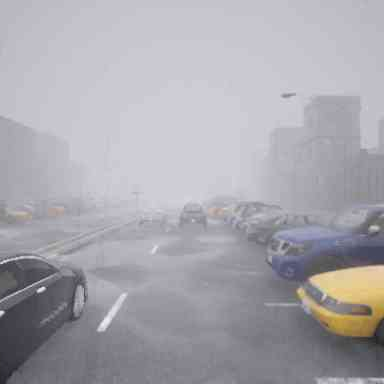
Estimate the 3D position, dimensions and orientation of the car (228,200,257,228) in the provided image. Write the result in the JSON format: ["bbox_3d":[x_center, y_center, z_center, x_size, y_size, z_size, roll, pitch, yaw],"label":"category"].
[{"bbox_3d":[4.651,1.495,19.263,4.553,1.767,2.185,0,0,0],"label":"car"}]

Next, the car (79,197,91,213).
[{"bbox_3d":[-15.600,1.603,39.917,5.566,2.045,2.435,0,-1,0],"label":"car"}]

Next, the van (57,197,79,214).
[{"bbox_3d":[-15.449,1.599,37.160,4.442,1.987,1.878,0,-1,0],"label":"van"}]

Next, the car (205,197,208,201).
[{"bbox_3d":[4.637,1.891,47.053,4.892,1.521,2.231,0,-1,0],"label":"car"}]

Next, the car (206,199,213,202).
[{"bbox_3d":[4.473,1.777,35.935,5.366,1.575,1.946,0,-1,0],"label":"car"}]

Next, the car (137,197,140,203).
[{"bbox_3d":[-15.652,2.185,78.523,5.008,1.535,2.097,0,0,0],"label":"car"}]

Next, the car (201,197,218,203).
[{"bbox_3d":[4.678,2.173,91.549,4.553,1.767,2.185,0,-1,0],"label":"car"}]

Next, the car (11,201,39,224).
[{"bbox_3d":[-15.356,1.707,26.128,5.366,1.575,1.946,0,-1,0],"label":"car"}]

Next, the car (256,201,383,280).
[{"bbox_3d":[4.670,1.281,8.147,5.566,2.045,2.435,0,0,0],"label":"car"}]

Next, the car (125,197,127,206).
[{"bbox_3d":[-15.629,2.123,64.734,4.674,1.452,2.002,0,0,0],"label":"car"}]

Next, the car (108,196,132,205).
[{"bbox_3d":[-15.605,1.853,67.495,5.566,2.045,2.435,0,0,0],"label":"car"}]

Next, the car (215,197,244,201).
[{"bbox_3d":[4.698,1.599,30.379,4.553,1.767,2.185,0,-1,0],"label":"car"}]

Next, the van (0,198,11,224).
[{"bbox_3d":[-15.652,1.457,23.371,4.442,1.987,1.878,0,-1,0],"label":"van"}]

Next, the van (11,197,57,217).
[{"bbox_3d":[-15.670,1.540,31.644,4.442,1.987,1.878,0,-1,0],"label":"van"}]

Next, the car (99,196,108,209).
[{"bbox_3d":[-15.619,1.687,48.191,5.566,2.045,2.435,0,-1,0],"label":"car"}]

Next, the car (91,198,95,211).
[{"bbox_3d":[-15.573,1.883,42.797,5.008,1.535,2.097,0,-1,0],"label":"car"}]

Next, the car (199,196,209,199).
[{"bbox_3d":[4.595,1.769,60.953,5.566,2.045,2.435,0,-1,0],"label":"car"}]

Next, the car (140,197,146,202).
[{"bbox_3d":[-15.647,2.001,86.797,5.566,2.045,2.435,0,0,0],"label":"car"}]

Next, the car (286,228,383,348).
[{"bbox_3d":[4.517,1.511,5.367,5.366,1.575,1.946,0,0,0],"label":"car"}]

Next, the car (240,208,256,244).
[{"bbox_3d":[4.685,1.575,13.704,4.892,1.521,2.231,0,0,0],"label":"car"}]

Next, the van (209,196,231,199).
[{"bbox_3d":[4.767,1.610,41.497,4.442,1.987,1.878,0,-1,0],"label":"van"}]

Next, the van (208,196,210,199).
[{"bbox_3d":[4.764,1.637,44.276,4.442,1.987,1.878,0,-1,0],"label":"van"}]

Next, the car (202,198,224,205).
[{"bbox_3d":[4.647,2.172,74.839,4.792,1.488,2.163,0,0,0],"label":"car"}]

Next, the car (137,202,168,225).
[{"bbox_3d":[-2.937,1.727,25.982,1.812,1.442,4.674,0,-1,0],"label":"car"}]

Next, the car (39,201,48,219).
[{"bbox_3d":[-15.545,1.778,28.885,4.674,1.452,2.002,0,-1,0],"label":"car"}]

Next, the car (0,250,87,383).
[{"bbox_3d":[-2.906,1.533,4.439,1.837,1.490,4.892,0,0,0],"label":"car"}]

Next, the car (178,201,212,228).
[{"bbox_3d":[0.066,1.671,23.745,2.128,1.511,4.902,0,-1,0],"label":"car"}]

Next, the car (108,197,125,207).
[{"bbox_3d":[-15.591,2.091,61.977,4.792,1.488,2.163,0,0,0],"label":"car"}]

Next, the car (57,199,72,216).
[{"bbox_3d":[-15.565,1.795,34.399,5.008,1.535,2.097,0,-1,0],"label":"car"}]

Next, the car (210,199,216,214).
[{"bbox_3d":[4.657,1.752,33.156,5.008,1.535,2.097,0,-1,0],"label":"car"}]

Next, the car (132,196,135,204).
[{"bbox_3d":[-15.642,2.184,72.878,4.674,1.452,2.002,0,0,0],"label":"car"}]

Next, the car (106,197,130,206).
[{"bbox_3d":[-15.608,1.999,70.251,4.553,1.767,2.185,0,0,0],"label":"car"}]

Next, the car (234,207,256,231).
[{"bbox_3d":[4.684,1.636,16.482,4.674,1.452,2.002,0,0,0],"label":"car"}]

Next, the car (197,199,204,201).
[{"bbox_3d":[0.083,1.903,40.812,1.994,1.385,4.181,2,0,0],"label":"car"}]

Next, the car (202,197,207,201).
[{"bbox_3d":[4.598,2.024,58.170,4.792,1.488,2.163,0,-1,0],"label":"car"}]

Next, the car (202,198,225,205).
[{"bbox_3d":[4.619,2.120,72.184,5.008,1.535,2.097,0,0,0],"label":"car"}]

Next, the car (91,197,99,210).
[{"bbox_3d":[-15.615,1.786,45.555,4.553,1.767,2.185,0,-1,0],"label":"car"}]

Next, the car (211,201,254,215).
[{"bbox_3d":[4.657,1.849,38.715,4.674,1.452,2.002,0,-1,0],"label":"car"}]

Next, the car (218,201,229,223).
[{"bbox_3d":[4.681,1.671,24.820,4.892,1.521,2.231,0,-1,0],"label":"car"}]

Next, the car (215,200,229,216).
[{"bbox_3d":[4.666,1.697,27.596,5.008,1.535,2.097,0,-1,0],"label":"car"}]
